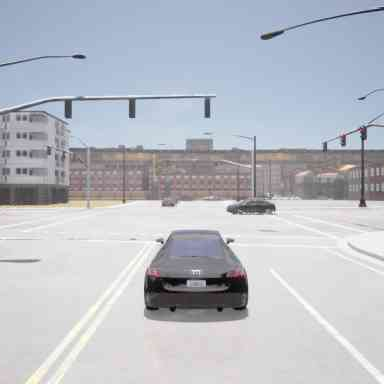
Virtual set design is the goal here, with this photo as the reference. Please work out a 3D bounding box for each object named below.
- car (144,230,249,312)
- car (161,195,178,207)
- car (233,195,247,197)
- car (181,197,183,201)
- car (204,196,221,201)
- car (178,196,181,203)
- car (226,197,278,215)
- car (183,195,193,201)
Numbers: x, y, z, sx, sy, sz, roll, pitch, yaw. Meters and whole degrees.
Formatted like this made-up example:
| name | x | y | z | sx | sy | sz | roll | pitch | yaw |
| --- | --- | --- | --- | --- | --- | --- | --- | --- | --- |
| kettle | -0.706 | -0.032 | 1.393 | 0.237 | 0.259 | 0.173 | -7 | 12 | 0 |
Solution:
| name | x | y | z | sx | sy | sz | roll | pitch | yaw |
| --- | --- | --- | --- | --- | --- | --- | --- | --- | --- |
| car | 0.077 | 1.564 | 7.792 | 1.994 | 1.385 | 4.181 | 0 | 0 | 0 |
| car | -3.637 | 1.526 | 51.769 | 1.812 | 1.442 | 4.674 | 0 | 0 | 0 |
| car | 13.317 | 1.524 | 90.699 | 4.902 | 1.511 | 2.128 | 0 | 0 | -24 |
| car | -3.559 | 1.500 | 71.062 | 1.837 | 1.490 | 4.892 | 0 | 0 | 0 |
| car | 5.281 | 1.595 | 84.765 | 1.895 | 1.301 | 4.718 | 0 | 0 | 43 |
| car | -3.634 | 1.491 | 60.909 | 2.128 | 1.511 | 4.902 | 0 | 0 | 0 |
| car | 5.692 | 1.459 | 32.220 | 4.892 | 1.490 | 1.837 | 0 | -1 | -11 |
| car | -1.190 | 1.500 | 81.232 | 1.837 | 1.490 | 4.892 | 0 | 0 | 23 |
